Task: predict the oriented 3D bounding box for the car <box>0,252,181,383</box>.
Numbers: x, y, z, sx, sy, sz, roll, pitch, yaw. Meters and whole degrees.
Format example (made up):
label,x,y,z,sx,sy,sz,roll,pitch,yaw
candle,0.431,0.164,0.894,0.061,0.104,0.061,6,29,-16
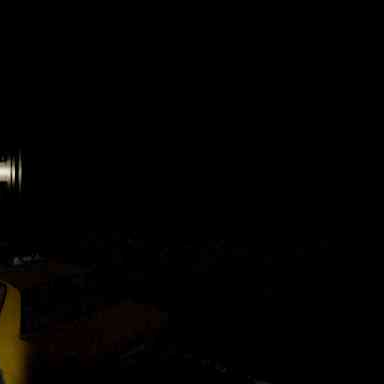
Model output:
label,x,y,z,sx,sy,sz,roll,pitch,yaw
car,-2.388,1.510,4.537,4.829,1.417,1.752,0,0,37
